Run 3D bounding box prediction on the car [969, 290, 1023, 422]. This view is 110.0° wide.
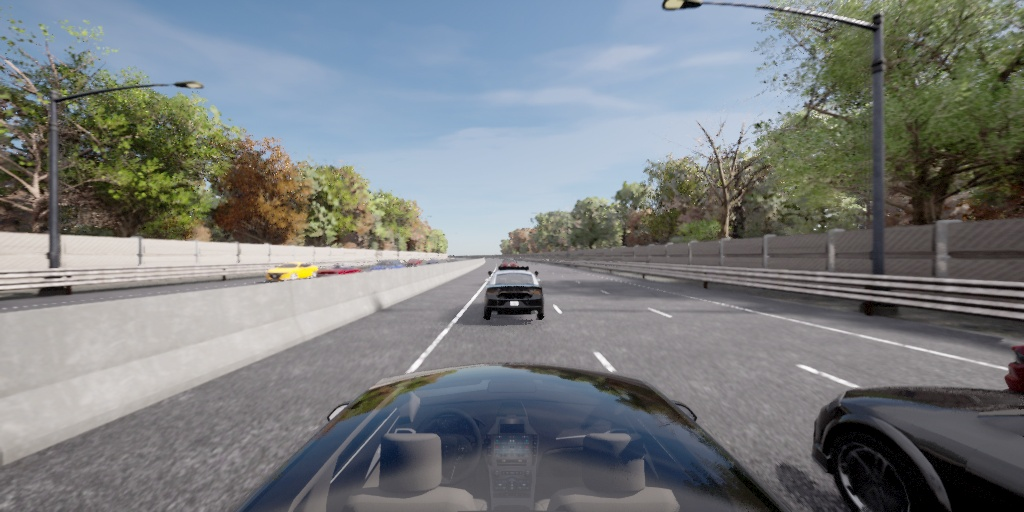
[{"bbox_3d":[7.094,1.226,2.324,1.882,1.535,5.008,0,0,0],"label":"car"}]

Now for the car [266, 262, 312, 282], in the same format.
[{"bbox_3d":[-17.818,1.238,29.349,1.882,1.535,5.008,0,0,-1],"label":"car"}]

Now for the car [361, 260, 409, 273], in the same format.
[{"bbox_3d":[-10.844,1.113,31.014,2.097,1.767,4.553,0,0,-1],"label":"car"}]

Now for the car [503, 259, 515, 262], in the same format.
[{"bbox_3d":[-0.386,1.118,43.083,2.097,1.767,4.553,0,0,-1],"label":"car"}]

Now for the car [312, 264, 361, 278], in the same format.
[{"bbox_3d":[-14.327,1.361,29.969,1.895,1.301,4.718,0,0,-1],"label":"car"}]

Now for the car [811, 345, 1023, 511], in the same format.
[{"bbox_3d":[3.593,1.313,1.361,1.994,1.385,4.181,0,0,0],"label":"car"}]

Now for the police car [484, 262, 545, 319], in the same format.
[{"bbox_3d":[0.057,1.179,13.019,1.930,1.638,5.238,0,0,0],"label":"police car"}]
